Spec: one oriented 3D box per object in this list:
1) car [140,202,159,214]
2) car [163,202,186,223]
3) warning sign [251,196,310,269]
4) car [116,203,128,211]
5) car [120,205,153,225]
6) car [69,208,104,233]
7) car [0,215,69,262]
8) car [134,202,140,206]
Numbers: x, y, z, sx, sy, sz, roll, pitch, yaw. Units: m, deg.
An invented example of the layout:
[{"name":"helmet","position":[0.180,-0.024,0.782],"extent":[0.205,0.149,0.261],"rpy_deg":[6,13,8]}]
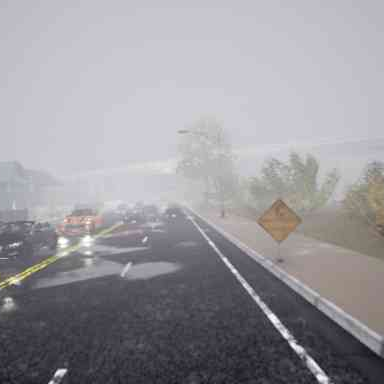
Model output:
[{"name":"car","position":[-5.778,2.339,46.783],"extent":[1.994,1.385,4.181],"rpy_deg":[-3,-1,-3]},{"name":"car","position":[-1.583,1.941,29.638],"extent":[1.994,1.385,4.181],"rpy_deg":[-3,-1,-2]},{"name":"warning sign","position":[2.440,1.084,9.299],"extent":[1.300,1.860,1.060],"rpy_deg":[-1,1,-3]},{"name":"car","position":[-13.389,2.900,64.515],"extent":[2.033,1.411,5.357],"rpy_deg":[-3,-1,-3]},{"name":"car","position":[-4.807,2.135,29.141],"extent":[1.895,1.301,4.718],"rpy_deg":[-3,-1,-3]},{"name":"car","position":[-7.860,1.987,24.133],"extent":[2.097,1.767,4.553],"rpy_deg":[-3,-1,-3]},{"name":"car","position":[-7.295,1.999,14.324],"extent":[2.128,1.511,4.902],"rpy_deg":[-3,-1,-3]},{"name":"car","position":[-10.155,2.692,64.715],"extent":[1.837,1.490,4.892],"rpy_deg":[-3,0,-3]}]
